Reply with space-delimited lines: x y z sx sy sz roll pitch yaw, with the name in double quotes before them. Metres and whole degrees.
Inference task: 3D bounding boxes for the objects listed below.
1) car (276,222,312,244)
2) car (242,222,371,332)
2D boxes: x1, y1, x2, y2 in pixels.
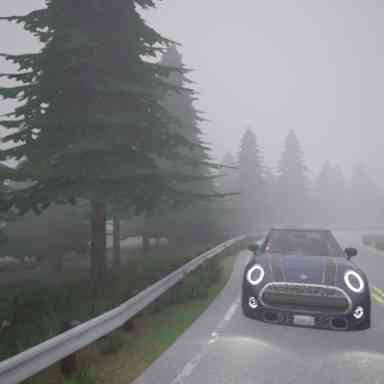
"car" 7.648 2.952 24.727 1.994 1.385 4.181 0 -4 25
"car" 2.401 1.535 7.409 2.097 1.767 4.553 0 -3 16
